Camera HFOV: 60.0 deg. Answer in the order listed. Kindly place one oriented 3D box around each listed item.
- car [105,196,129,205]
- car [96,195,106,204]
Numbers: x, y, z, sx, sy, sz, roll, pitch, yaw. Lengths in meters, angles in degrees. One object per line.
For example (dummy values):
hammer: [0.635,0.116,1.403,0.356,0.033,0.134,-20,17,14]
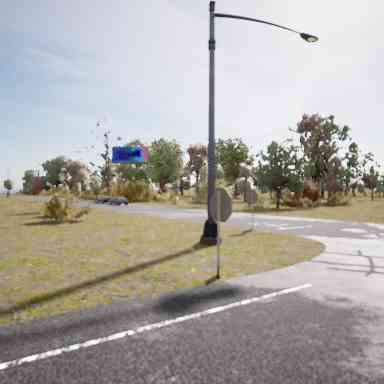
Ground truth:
car: [-12.114,1.457,55.097,2.033,1.411,5.357,0,0,-33]
car: [-16.099,1.401,61.016,1.837,1.490,4.892,0,0,-34]
